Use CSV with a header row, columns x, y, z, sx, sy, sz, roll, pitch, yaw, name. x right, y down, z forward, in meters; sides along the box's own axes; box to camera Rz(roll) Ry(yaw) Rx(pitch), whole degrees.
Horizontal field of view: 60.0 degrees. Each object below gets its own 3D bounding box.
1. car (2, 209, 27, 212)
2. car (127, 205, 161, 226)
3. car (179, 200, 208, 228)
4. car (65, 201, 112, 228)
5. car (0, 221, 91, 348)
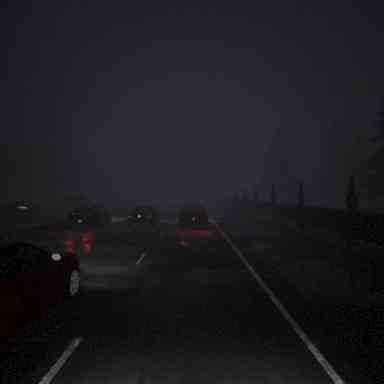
x,y,z,sx,sy,sz,roll,pitch,yaw,name
-17.594,1.641,32.959,1.837,1.490,4.892,0,-1,0,car
-3.400,1.645,24.038,2.033,1.411,5.357,0,0,0,car
0.101,1.573,23.279,1.882,1.535,5.008,0,0,0,car
-6.899,1.585,22.879,2.128,1.511,4.902,0,0,0,car
-3.399,1.500,5.382,1.882,1.535,5.008,0,0,0,car
